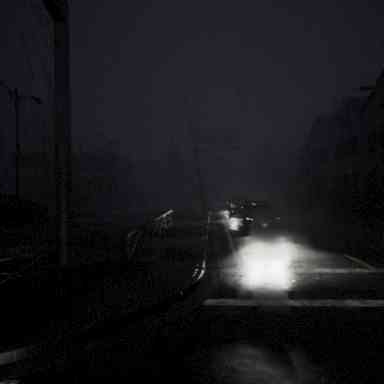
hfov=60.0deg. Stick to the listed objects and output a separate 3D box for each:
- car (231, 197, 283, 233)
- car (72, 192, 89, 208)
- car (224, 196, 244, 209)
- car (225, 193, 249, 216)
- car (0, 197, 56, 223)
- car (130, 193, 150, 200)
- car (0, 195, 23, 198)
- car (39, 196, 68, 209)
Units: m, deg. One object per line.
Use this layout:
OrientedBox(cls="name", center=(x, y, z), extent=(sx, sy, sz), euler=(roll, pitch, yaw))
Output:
OrientedBox(cls="car", center=(3.453, 1.221, 17.543), extent=(2.128, 1.511, 4.902), euler=(-1, 0, 3))
OrientedBox(cls="car", center=(-14.203, 0.997, 41.340), extent=(1.905, 1.878, 3.866), euler=(-1, 0, 3))
OrientedBox(cls="car", center=(4.662, 1.160, 37.324), extent=(1.895, 1.301, 4.718), euler=(-1, 0, 4))
OrientedBox(cls="car", center=(4.037, 0.997, 27.377), extent=(2.097, 1.767, 4.553), euler=(-1, 0, 4))
OrientedBox(cls="car", center=(-11.561, 1.334, 23.286), extent=(2.007, 1.523, 4.514), euler=(-1, 0, 3))
OrientedBox(cls="car", center=(-11.735, 1.104, 75.258), extent=(4.611, 1.667, 2.242), euler=(-1, 0, 3))
OrientedBox(cls="car", center=(-17.928, 1.118, 33.671), extent=(1.932, 1.855, 4.605), euler=(-1, 0, 3))
OrientedBox(cls="car", center=(-17.485, 1.310, 42.141), extent=(1.970, 1.475, 3.806), euler=(-1, 0, 3))
